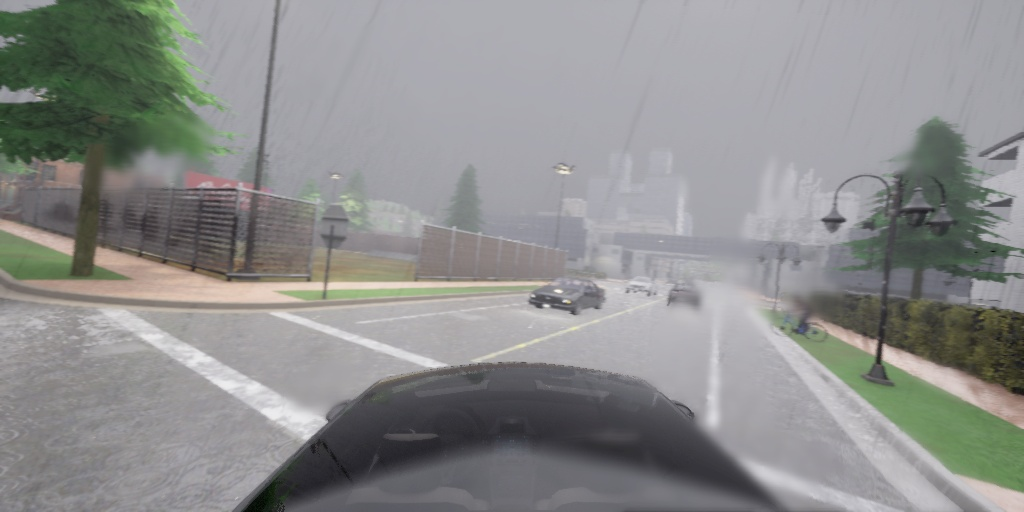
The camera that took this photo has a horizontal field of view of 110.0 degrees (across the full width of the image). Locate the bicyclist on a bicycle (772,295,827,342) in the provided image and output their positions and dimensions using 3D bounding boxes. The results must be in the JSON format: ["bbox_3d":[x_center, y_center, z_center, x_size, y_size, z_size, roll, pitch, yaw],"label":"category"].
[{"bbox_3d":[10.699,2.302,13.326,1.656,1.620,0.582,6,-1,30],"label":"bicyclist on a bicycle"}]

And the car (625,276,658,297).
[{"bbox_3d":[10.805,2.420,29.701,1.812,1.442,4.674,6,0,30],"label":"car"}]

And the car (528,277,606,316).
[{"bbox_3d":[2.686,1.667,15.928,2.033,1.411,5.357,6,0,30],"label":"car"}]

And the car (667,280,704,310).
[{"bbox_3d":[11.696,2.653,24.110,2.128,1.511,4.902,6,0,30],"label":"car"}]
